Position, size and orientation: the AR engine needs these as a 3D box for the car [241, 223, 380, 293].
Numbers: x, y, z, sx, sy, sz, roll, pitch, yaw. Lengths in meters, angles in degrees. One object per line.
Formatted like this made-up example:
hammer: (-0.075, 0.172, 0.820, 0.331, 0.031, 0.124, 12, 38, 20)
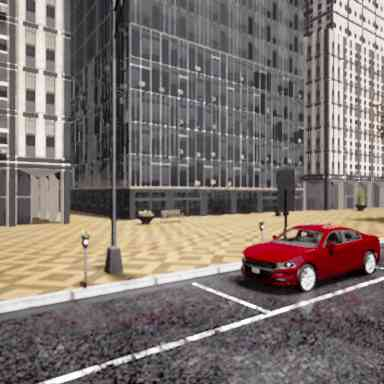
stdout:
car: (3.283, 1.552, 8.915, 4.507, 1.381, 1.887, 0, 0, -36)
